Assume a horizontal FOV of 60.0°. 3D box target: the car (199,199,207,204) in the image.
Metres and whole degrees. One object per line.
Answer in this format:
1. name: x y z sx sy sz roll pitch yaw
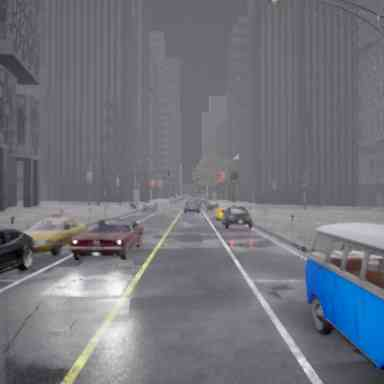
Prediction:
1. car: 2.968 2.452 87.696 2.008 1.369 4.403 0 -1 1

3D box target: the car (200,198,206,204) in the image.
1. car: 3.021 2.487 93.378 1.752 1.417 4.829 0 -1 1

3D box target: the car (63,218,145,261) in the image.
1. car: -3.098 1.730 13.001 1.895 1.301 4.718 0 -1 0

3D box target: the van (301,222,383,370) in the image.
1. van: 2.765 1.384 4.302 1.690 1.788 3.998 0 -1 0

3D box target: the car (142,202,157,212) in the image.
1. car: -5.753 2.010 45.520 2.008 1.369 4.403 0 -1 0

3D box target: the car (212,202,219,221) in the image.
1. car: 3.145 1.785 30.811 1.882 1.535 5.008 0 -1 0

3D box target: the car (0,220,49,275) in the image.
1. car: -5.759 1.653 8.737 1.947 1.339 4.313 0 -1 0

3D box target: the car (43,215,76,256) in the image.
1. car: -5.758 1.663 13.857 1.752 1.417 4.829 0 -1 0

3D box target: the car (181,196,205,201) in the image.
1. car: 0.218 1.920 56.119 2.097 1.767 4.553 0 -1 14

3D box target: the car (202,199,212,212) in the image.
1. car: 2.772 2.009 45.515 2.008 1.369 4.403 0 -1 0

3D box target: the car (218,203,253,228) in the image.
1. car: 3.152 1.763 23.811 1.812 1.442 4.674 0 -1 0

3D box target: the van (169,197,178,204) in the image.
1. van: -5.505 2.302 93.287 1.690 1.788 3.998 0 -1 1

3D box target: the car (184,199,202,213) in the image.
1. car: 0.033 2.003 43.568 1.994 1.385 4.181 0 -1 1
